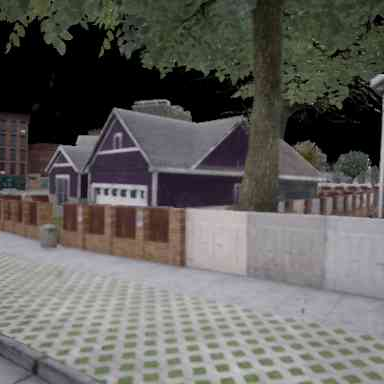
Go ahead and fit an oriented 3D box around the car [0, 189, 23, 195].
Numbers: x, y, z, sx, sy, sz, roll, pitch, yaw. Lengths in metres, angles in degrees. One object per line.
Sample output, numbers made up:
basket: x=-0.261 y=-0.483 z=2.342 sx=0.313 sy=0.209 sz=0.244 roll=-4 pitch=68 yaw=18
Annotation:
car: x=-27.671 y=0.293 z=51.306 sx=2.097 sy=1.767 sz=4.553 roll=2 pitch=2 yaw=2
